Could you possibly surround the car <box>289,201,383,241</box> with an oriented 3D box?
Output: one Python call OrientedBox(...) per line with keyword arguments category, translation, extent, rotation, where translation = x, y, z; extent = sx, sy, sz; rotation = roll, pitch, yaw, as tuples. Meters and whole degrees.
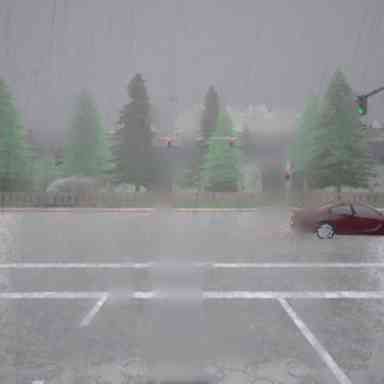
OrientedBox(category="car", translation=(6.731, 1.146, 14.077), extent=(5.008, 1.535, 1.882), rotation=(0, 1, 0))
